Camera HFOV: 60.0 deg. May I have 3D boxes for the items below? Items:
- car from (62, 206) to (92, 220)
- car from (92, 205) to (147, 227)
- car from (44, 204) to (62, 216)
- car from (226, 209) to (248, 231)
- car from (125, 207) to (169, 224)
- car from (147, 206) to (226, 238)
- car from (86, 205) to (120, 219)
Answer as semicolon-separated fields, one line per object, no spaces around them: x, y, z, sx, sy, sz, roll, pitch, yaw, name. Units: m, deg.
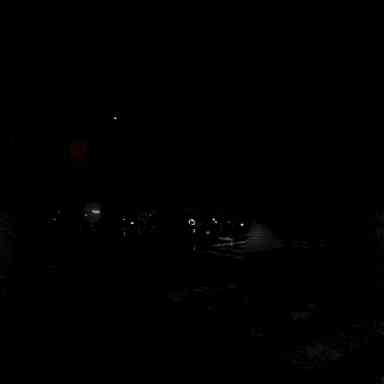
-11.888;2.214;35.311;1.994;1.385;4.181;0;-1;-36;car
-6.052;2.009;27.299;2.033;1.411;5.357;0;-1;-35;car
-18.197;2.344;44.021;2.128;1.511;4.902;0;-1;-35;car
1.628;1.801;22.280;1.837;1.490;4.892;0;-1;-36;car
-4.201;2.082;30.271;1.895;1.301;4.718;0;-1;-36;car
-0.474;1.636;19.644;2.097;1.767;4.553;0;-1;-36;car
-10.422;2.230;38.810;2.033;1.411;5.357;0;-1;-36;car
